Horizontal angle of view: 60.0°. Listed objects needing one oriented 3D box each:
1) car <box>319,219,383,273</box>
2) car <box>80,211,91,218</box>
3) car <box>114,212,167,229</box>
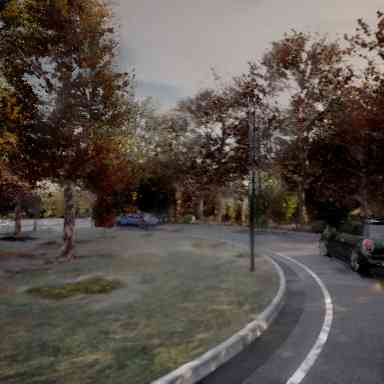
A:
[{"bbox_3d":[6.396,1.770,12.365,2.097,1.767,4.553,-1,-1,3],"label":"car"},{"bbox_3d":[-25.133,5.720,78.871,2.150,2.045,5.566,0,-6,-13],"label":"car"},{"bbox_3d":[-4.785,2.399,28.678,5.357,1.411,2.033,-1,-1,26],"label":"car"}]
